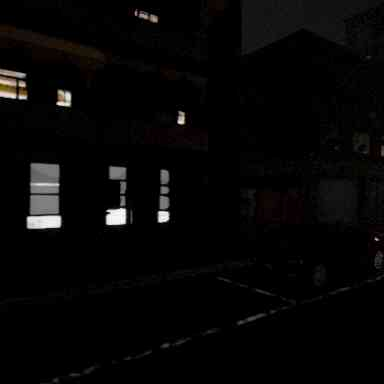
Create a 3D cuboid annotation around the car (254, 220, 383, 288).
[{"bbox_3d":[3.647,1.507,9.146,4.507,1.381,1.887,0,1,-35],"label":"car"}]
